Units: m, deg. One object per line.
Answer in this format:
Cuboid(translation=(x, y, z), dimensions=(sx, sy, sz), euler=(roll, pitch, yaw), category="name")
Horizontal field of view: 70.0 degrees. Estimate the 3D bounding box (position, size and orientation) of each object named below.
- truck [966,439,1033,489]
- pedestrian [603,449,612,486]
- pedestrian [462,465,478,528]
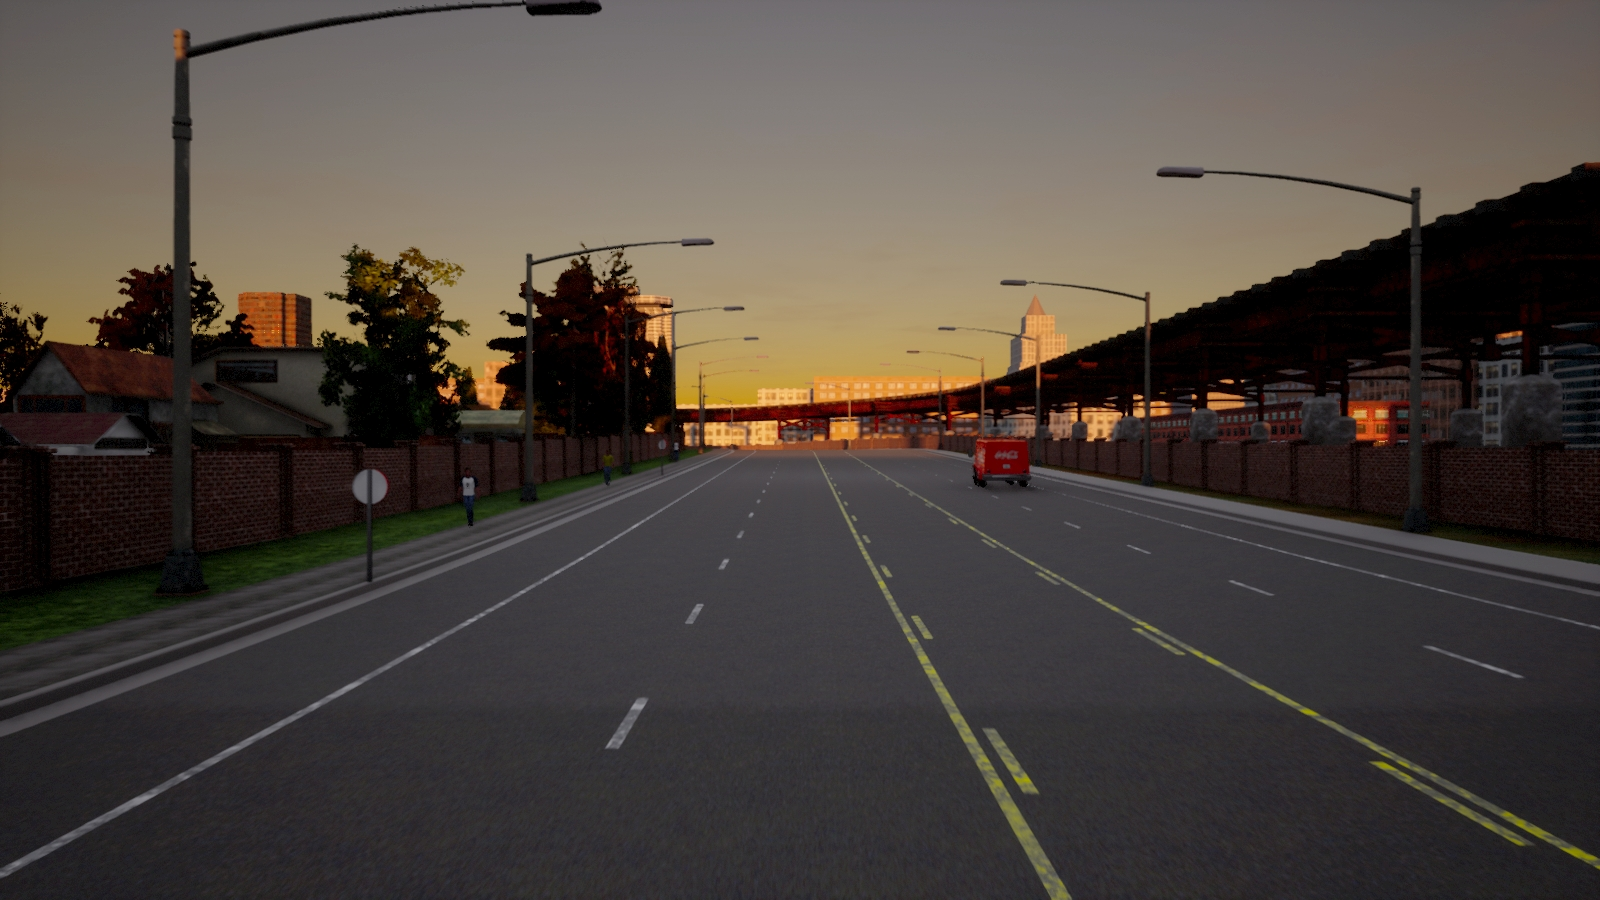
Cuboid(translation=(10.504, 0.668, 60.584), dimensions=(2.627, 2.467, 5.204), euler=(0, 1, 0), category="truck")
Cuboid(translation=(-9.622, 0.870, 57.113), dimensions=(0.375, 1.860, 0.375), euler=(0, 0, -1), category="pedestrian")
Cuboid(translation=(-9.837, 1.382, 34.082), dimensions=(0.375, 1.860, 0.375), euler=(0, 0, -2), category="pedestrian")
